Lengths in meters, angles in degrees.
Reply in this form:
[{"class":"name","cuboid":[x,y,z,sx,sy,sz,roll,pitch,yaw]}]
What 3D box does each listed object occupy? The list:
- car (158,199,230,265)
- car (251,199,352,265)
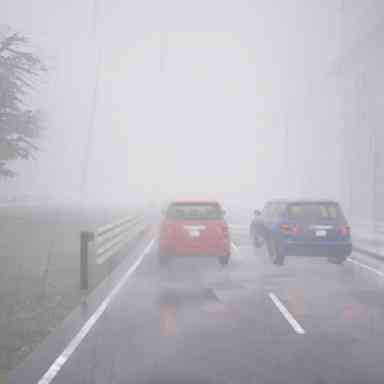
[{"class":"car","cuboid":[0.048,1.239,11.853,2.150,2.045,5.566,0,0,0]},{"class":"car","cuboid":[3.582,1.240,11.905,2.150,2.045,5.566,0,0,0]}]
